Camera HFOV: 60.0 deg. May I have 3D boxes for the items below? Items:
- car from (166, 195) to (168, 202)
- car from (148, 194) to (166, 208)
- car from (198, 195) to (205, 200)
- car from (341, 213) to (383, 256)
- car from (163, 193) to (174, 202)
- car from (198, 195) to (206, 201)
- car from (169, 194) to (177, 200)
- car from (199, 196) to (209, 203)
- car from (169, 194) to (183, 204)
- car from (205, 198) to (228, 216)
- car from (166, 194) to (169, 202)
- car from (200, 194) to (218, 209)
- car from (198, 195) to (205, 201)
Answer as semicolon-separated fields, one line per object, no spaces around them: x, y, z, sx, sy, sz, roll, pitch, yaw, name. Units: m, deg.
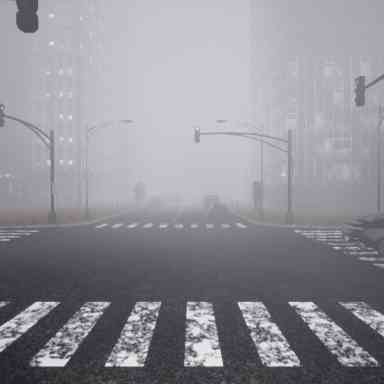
-5.335;1.557;54.175;1.802;1.307;4.206;-1;0;0;car
-5.336;1.419;48.650;1.967;1.590;4.097;-1;0;0;car
2.537;1.489;92.873;1.887;1.381;4.507;-1;0;0;car
8.229;1.524;12.499;4.902;1.511;2.128;0;1;0;car
-5.343;1.274;76.273;2.192;1.841;5.009;-1;0;0;car
2.540;1.536;81.824;1.802;1.307;4.206;-1;0;0;car
-5.345;1.384;92.846;1.967;1.590;4.097;-1;0;0;car
2.541;1.508;70.774;1.887;1.381;4.507;-1;0;0;car
-2.762;1.320;64.366;2.097;1.767;4.553;0;0;0;car
2.516;1.569;32.102;1.802;1.307;4.206;-1;0;0;car
-5.340;1.403;70.748;1.967;1.590;4.097;-1;0;0;car
2.531;1.297;43.152;2.192;1.841;5.009;-1;0;0;car
2.538;1.474;87.518;1.752;1.417;4.829;-1;0;0;car
